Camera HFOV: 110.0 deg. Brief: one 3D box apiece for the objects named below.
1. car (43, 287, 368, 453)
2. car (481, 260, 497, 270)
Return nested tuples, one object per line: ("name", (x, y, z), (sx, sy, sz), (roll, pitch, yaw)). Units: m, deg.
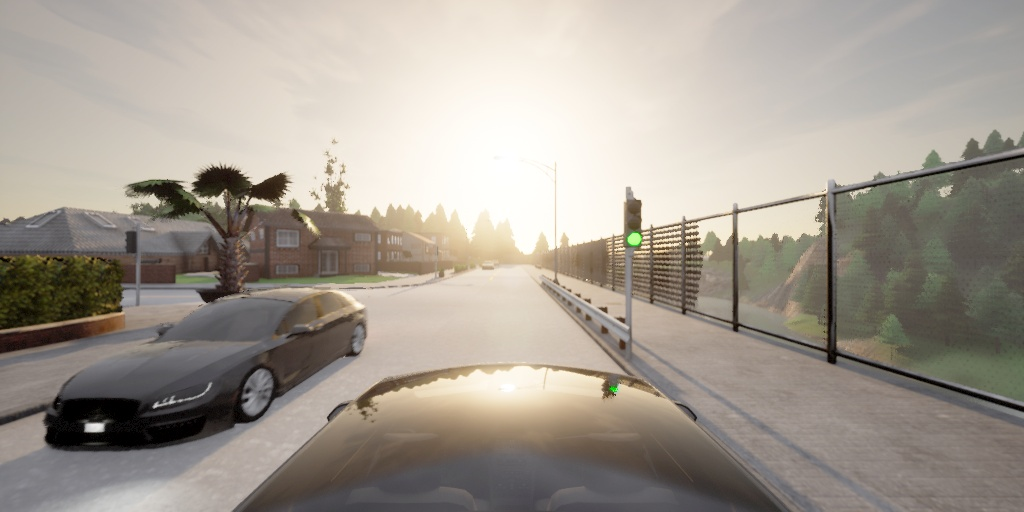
("car", (-3.997, 1.346, 5.859), (1.837, 1.490, 4.892), (0, 1, 0))
("car", (-3.966, 1.602, 59.178), (1.882, 1.535, 5.008), (0, 1, 0))
